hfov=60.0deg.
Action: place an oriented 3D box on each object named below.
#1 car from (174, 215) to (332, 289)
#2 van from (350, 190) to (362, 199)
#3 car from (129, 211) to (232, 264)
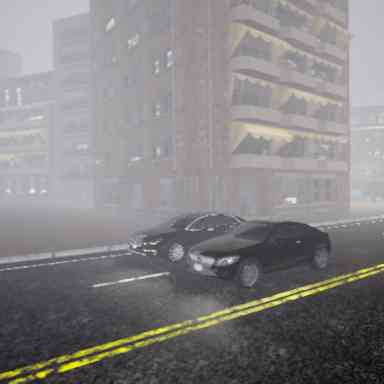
[{"bbox_3d":[2.028,1.477,9.184,4.674,1.442,1.812,-1,1,-36],"label":"car"},{"bbox_3d":[29.639,0.428,62.118,3.998,1.788,1.690,1,0,21],"label":"van"},{"bbox_3d":[0.161,1.461,11.847,4.892,1.490,1.837,0,0,-36],"label":"car"}]
